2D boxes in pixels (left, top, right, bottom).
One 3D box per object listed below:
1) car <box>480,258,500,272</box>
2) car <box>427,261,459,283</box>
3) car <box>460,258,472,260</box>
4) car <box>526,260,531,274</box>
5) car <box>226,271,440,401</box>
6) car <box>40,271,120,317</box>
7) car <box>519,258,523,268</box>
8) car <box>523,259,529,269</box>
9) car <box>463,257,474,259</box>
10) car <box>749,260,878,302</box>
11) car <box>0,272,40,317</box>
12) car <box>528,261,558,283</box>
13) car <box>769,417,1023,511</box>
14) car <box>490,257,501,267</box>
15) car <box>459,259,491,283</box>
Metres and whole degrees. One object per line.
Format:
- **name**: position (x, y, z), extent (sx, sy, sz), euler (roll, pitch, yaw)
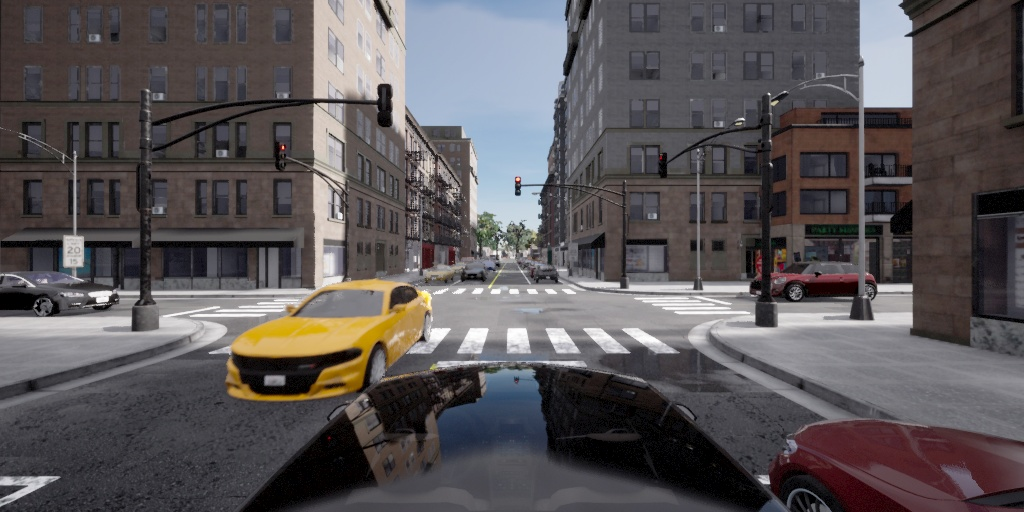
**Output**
- **car**: position (-2.973, 1.300, 45.815), extent (2.033, 1.411, 5.357), euler (0, 0, 0)
- **car**: position (-5.490, 1.276, 27.582), extent (1.751, 1.417, 4.829), euler (0, 0, 0)
- **car**: position (-5.517, 1.277, 38.545), extent (1.751, 1.417, 4.829), euler (0, 0, 0)
- **car**: position (2.547, 1.296, 33.257), extent (1.888, 1.381, 4.507), euler (0, 0, 0)
- **car**: position (-2.867, 1.226, 6.820), extent (1.882, 1.535, 5.008), euler (0, 0, 0)
- **car**: position (-17.101, 1.309, 12.882), extent (4.902, 1.511, 2.128), euler (0, 0, 1)
- **car**: position (2.484, 1.304, 55.184), extent (2.007, 1.370, 4.403), euler (0, 0, 0)
- **car**: position (2.532, 1.302, 38.739), extent (2.007, 1.370, 4.403), euler (0, 0, 0)
- **car**: position (-5.531, 1.067, 44.198), extent (2.192, 1.841, 5.009), euler (0, 0, 0)
- **car**: position (13.218, 1.036, 15.958), extent (4.553, 1.767, 2.097), euler (0, 0, 0)
- **car**: position (-5.398, 1.064, 0.745), extent (2.192, 1.841, 5.009), euler (0, 0, 0)
- **car**: position (2.563, 1.301, 27.775), extent (2.007, 1.370, 4.403), euler (0, 0, 0)
- **car**: position (2.641, 1.332, 0.767), extent (1.802, 1.307, 4.207), euler (0, 0, 0)
- **car**: position (-2.924, 1.356, 62.297), extent (1.895, 1.301, 4.718), euler (0, 0, 0)
- **car**: position (-2.924, 1.253, 28.554), extent (1.837, 1.490, 4.892), euler (0, 1, 0)
